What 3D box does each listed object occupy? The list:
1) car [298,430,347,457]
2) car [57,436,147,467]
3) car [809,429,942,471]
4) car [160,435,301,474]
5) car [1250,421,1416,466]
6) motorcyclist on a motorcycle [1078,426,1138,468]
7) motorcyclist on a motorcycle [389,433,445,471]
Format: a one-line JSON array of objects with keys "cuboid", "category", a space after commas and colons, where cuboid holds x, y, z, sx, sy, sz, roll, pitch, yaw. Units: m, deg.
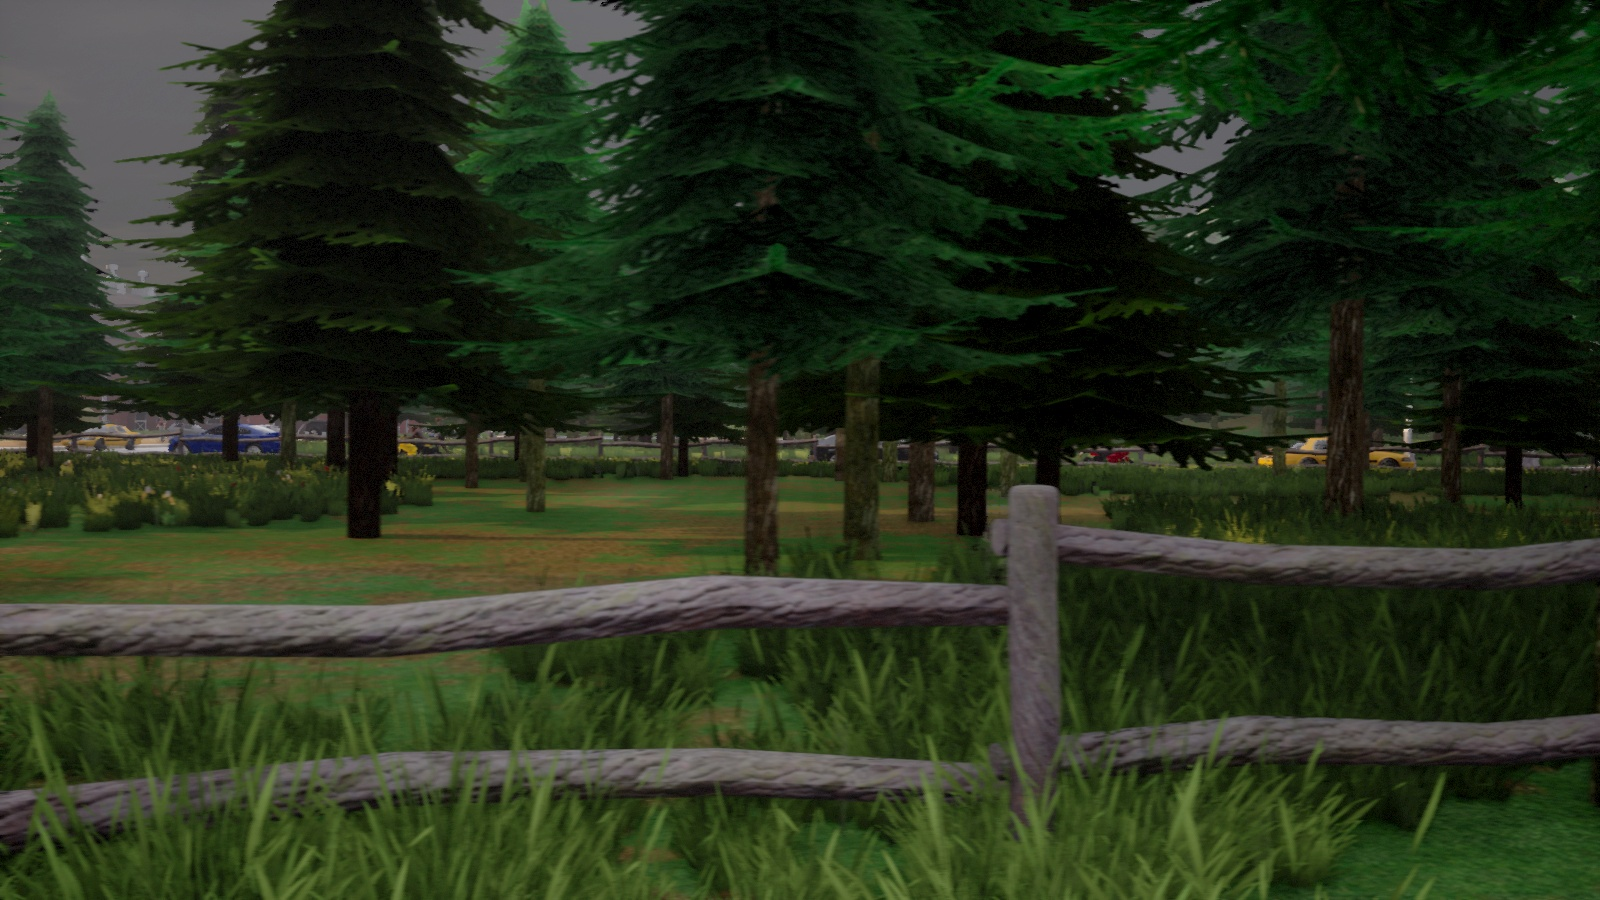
[{"cuboid": [-34.047, -0.474, 89.654, 1.905, 1.878, 3.866, -1, 1, 1], "category": "car"}, {"cuboid": [-37.881, 0.053, 68.339, 1.801, 1.575, 5.366, -1, 1, 1], "category": "car"}, {"cuboid": [2.820, -0.014, 47.335, 4.892, 1.490, 1.837, -1, 1, 2], "category": "car"}, {"cuboid": [-23.548, 0.163, 52.027, 5.008, 1.535, 1.882, -1, 1, 4], "category": "car"}, {"cuboid": [19.760, -0.255, 46.717, 5.366, 1.575, 1.801, -1, 1, 2], "category": "car"}, {"cuboid": [11.513, -0.126, 47.014, 2.044, 1.523, 0.797, -1, 1, 2], "category": "motorcyclist on a motorcycle"}, {"cuboid": [-15.713, 0.090, 51.537, 2.044, 1.523, 0.797, -1, 1, 3], "category": "motorcyclist on a motorcycle"}]
